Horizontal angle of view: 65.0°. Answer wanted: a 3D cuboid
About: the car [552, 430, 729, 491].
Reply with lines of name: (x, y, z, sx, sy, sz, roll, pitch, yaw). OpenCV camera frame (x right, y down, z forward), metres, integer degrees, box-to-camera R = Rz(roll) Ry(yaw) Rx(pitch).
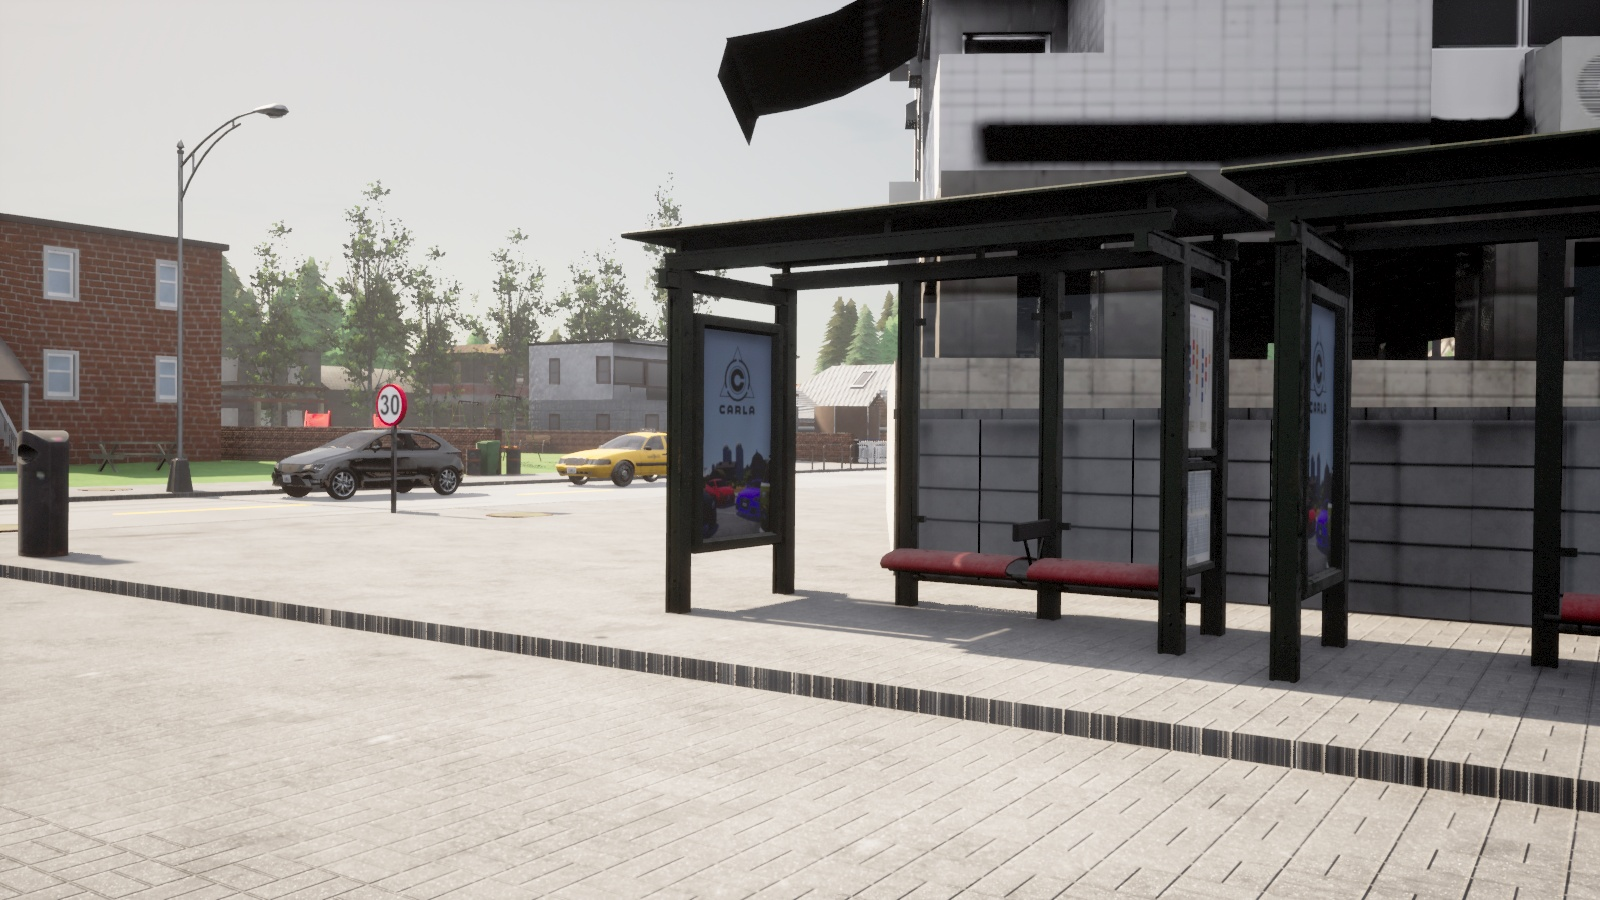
car: (-4.336, 0.230, 35.138, 1.801, 1.575, 5.366, 0, 1, 34)

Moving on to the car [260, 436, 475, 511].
car: (-9.382, 0.454, 27.524, 1.816, 1.474, 4.193, 0, 1, 34)
